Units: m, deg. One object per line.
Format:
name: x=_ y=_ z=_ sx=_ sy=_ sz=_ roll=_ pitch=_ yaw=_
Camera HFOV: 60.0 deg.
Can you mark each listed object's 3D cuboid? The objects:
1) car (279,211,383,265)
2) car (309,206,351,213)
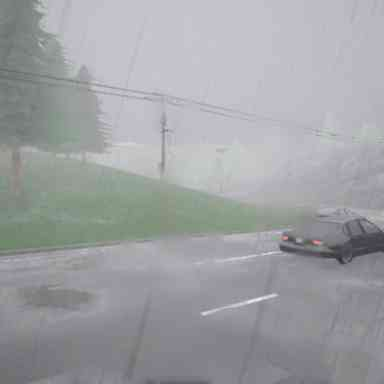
car: x=5.454 y=1.598 z=11.944 sx=5.357 sy=1.411 sz=2.033 roll=0 pitch=0 yaw=-35
car: x=8.202 y=1.557 z=19.124 sx=5.008 sy=1.535 sz=1.882 roll=0 pitch=0 yaw=-43
